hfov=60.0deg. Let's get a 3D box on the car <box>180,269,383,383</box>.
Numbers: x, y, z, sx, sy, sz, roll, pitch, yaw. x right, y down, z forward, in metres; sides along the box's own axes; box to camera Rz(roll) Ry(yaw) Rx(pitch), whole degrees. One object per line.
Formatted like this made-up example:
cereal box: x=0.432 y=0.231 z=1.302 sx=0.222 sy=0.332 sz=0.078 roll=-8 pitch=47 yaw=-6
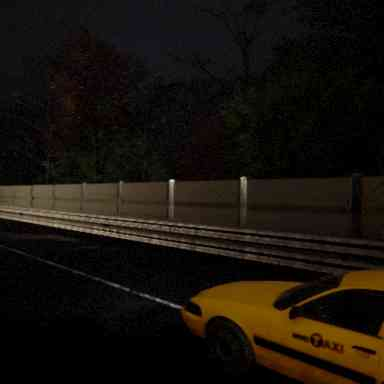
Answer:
car: x=2.170 y=1.552 z=3.739 sx=5.366 sy=1.575 sz=1.801 roll=0 pitch=-1 yaw=43
